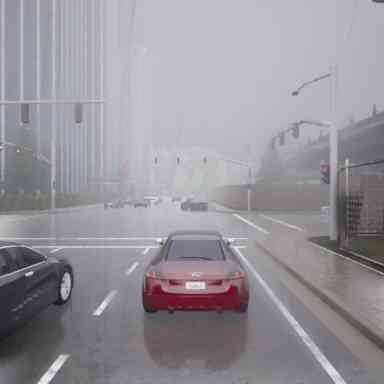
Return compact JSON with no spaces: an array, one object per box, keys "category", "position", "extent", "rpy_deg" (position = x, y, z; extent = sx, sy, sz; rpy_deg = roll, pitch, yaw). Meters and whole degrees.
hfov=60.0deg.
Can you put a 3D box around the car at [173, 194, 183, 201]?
[{"category":"car","position":[-3.514,1.386,84.688],"extent":[2.128,1.511,4.902],"rpy_deg":[0,0,0]}]

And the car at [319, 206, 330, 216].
[{"category":"car","position":[14.577,1.581,31.783],"extent":[4.674,1.442,1.812],"rpy_deg":[0,0,0]}]

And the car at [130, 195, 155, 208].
[{"category":"car","position":[-7.096,1.547,47.973],"extent":[2.033,1.411,5.357],"rpy_deg":[0,0,0]}]

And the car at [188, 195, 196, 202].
[{"category":"car","position":[-0.006,1.478,74.855],"extent":[1.882,1.535,5.008],"rpy_deg":[0,0,0]}]

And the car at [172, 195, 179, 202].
[{"category":"car","position":[-3.512,1.495,74.264],"extent":[1.837,1.490,4.892],"rpy_deg":[0,0,0]}]

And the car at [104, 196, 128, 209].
[{"category":"car","position":[-10.600,1.492,45.348],"extent":[2.128,1.511,4.902],"rpy_deg":[0,0,0]}]

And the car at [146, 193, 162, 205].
[{"category":"car","position":[-7.084,1.221,58.163],"extent":[2.150,2.045,5.566],"rpy_deg":[0,0,1]}]

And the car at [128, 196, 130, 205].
[{"category":"car","position":[-10.593,1.505,54.592],"extent":[1.837,1.490,4.892],"rpy_deg":[0,0,0]}]

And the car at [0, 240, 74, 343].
[{"category":"car","position":[-3.443,1.505,5.217],"extent":[1.837,1.490,4.892],"rpy_deg":[0,0,0]}]

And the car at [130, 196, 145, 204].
[{"category":"car","position":[-10.543,1.547,64.908],"extent":[2.033,1.411,5.357],"rpy_deg":[0,0,1]}]

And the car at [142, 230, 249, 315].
[{"category":"car","position":[0.070,1.564,7.673],"extent":[1.994,1.385,4.181],"rpy_deg":[0,0,0]}]

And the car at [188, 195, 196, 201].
[{"category":"car","position":[-0.014,1.524,85.277],"extent":[1.812,1.442,4.674],"rpy_deg":[0,0,0]}]

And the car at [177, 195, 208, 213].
[{"category":"car","position":[0.208,1.485,37.967],"extent":[1.882,1.535,5.008],"rpy_deg":[-2,1,-19]}]
